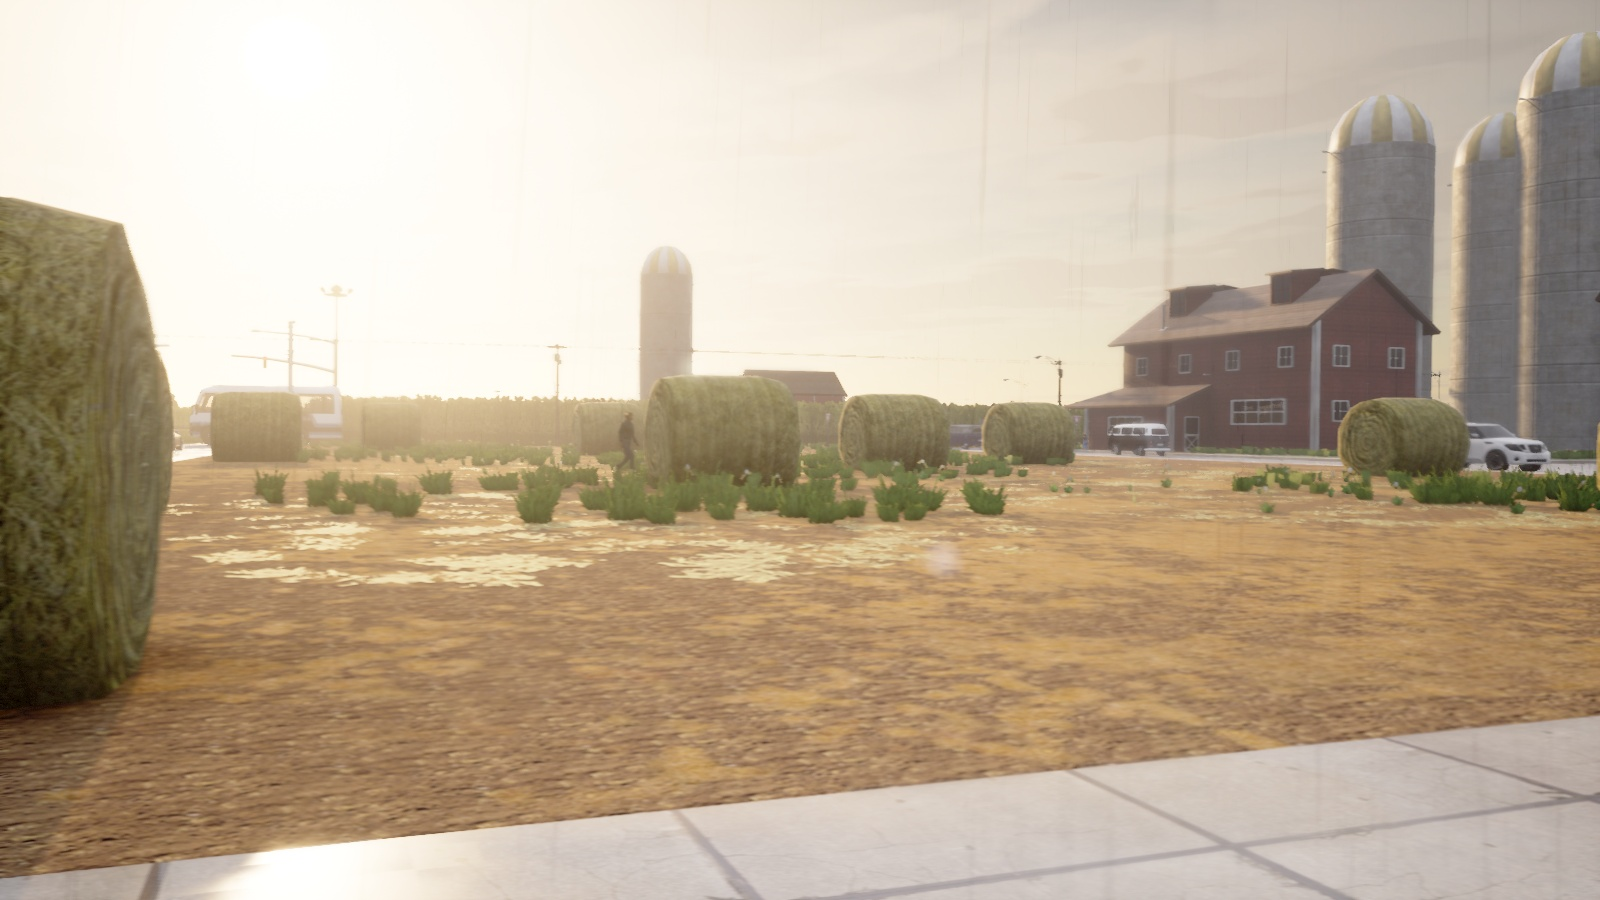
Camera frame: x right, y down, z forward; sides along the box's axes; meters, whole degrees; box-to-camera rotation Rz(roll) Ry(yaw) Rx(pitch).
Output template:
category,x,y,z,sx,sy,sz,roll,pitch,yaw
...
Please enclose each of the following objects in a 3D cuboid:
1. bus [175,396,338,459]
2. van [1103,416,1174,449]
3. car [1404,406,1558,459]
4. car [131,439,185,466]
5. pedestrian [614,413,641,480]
category,x,y,z,sx,sy,sz,roll,pitch,yaw
bus,-38.437,-1.611,89.313,10.273,4.253,3.944,-1,0,-18
van,21.407,-1.106,79.526,2.069,2.038,4.480,-1,1,-22
car,28.410,-0.757,52.616,2.150,2.045,5.566,-2,2,-22
car,-35.180,0.099,68.874,1.994,1.385,4.181,-1,1,-18
pedestrian,-4.747,-0.102,34.581,0.614,1.847,0.353,0,1,23
